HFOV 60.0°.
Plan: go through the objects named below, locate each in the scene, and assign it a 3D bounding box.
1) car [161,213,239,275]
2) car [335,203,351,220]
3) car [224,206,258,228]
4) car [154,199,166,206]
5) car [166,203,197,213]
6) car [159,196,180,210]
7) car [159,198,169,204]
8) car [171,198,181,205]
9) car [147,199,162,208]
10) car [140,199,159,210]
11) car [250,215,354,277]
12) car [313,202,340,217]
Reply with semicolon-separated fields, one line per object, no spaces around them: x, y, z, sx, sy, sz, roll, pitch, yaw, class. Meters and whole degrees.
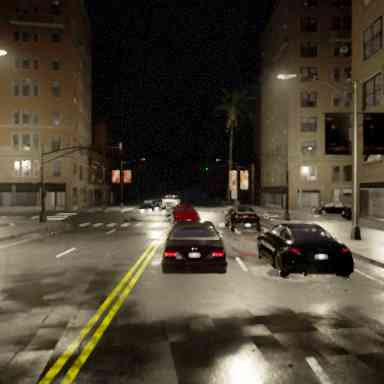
0.067;1.636;10.754;2.033;1.411;5.357;0;0;0;car
16.140;2.019;30.869;4.313;1.339;1.947;0;0;0;car
3.247;1.684;21.755;1.837;1.490;4.892;0;0;0;car
-6.668;2.105;69.654;2.033;1.411;5.357;0;0;0;car
-0.583;1.722;23.689;1.812;1.442;4.674;0;-1;-9;car
-3.466;1.650;52.128;2.150;2.045;5.566;0;0;0;car
-6.692;2.151;79.723;1.812;1.442;4.674;0;0;0;car
-3.425;2.064;72.685;1.882;1.535;5.008;0;0;0;car
-6.713;1.984;60.080;2.128;1.511;4.902;0;0;0;car
-6.722;1.985;51.252;1.994;1.385;4.181;0;0;-1;car
3.302;1.649;10.494;1.994;1.385;4.181;0;-1;0;car
15.933;1.908;36.809;4.902;1.511;2.128;0;0;2;car
